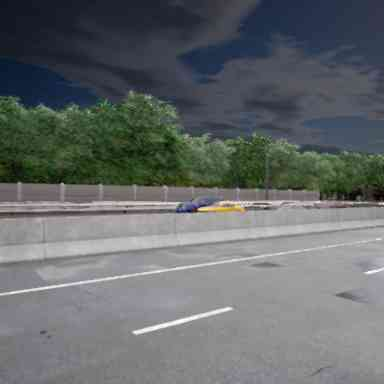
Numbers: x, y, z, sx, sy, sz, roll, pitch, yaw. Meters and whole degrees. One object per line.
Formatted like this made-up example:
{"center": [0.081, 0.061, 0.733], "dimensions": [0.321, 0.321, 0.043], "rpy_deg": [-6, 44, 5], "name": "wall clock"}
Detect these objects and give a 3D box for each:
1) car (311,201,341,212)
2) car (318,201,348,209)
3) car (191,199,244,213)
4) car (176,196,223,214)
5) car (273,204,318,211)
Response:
{"center": [19.293, 2.022, 47.804], "dimensions": [4.674, 1.442, 1.812], "rpy_deg": [1, -1, -35], "name": "car"}
{"center": [18.031, 1.927, 42.633], "dimensions": [5.008, 1.535, 1.882], "rpy_deg": [1, 0, -35], "name": "car"}
{"center": [2.772, 1.712, 31.763], "dimensions": [5.008, 1.535, 1.882], "rpy_deg": [1, 0, -35], "name": "car"}
{"center": [1.069, 1.460, 34.847], "dimensions": [5.566, 2.045, 2.150], "rpy_deg": [1, 0, -35], "name": "car"}
{"center": [7.667, 1.773, 26.657], "dimensions": [4.674, 1.442, 1.812], "rpy_deg": [1, 0, -35], "name": "car"}
